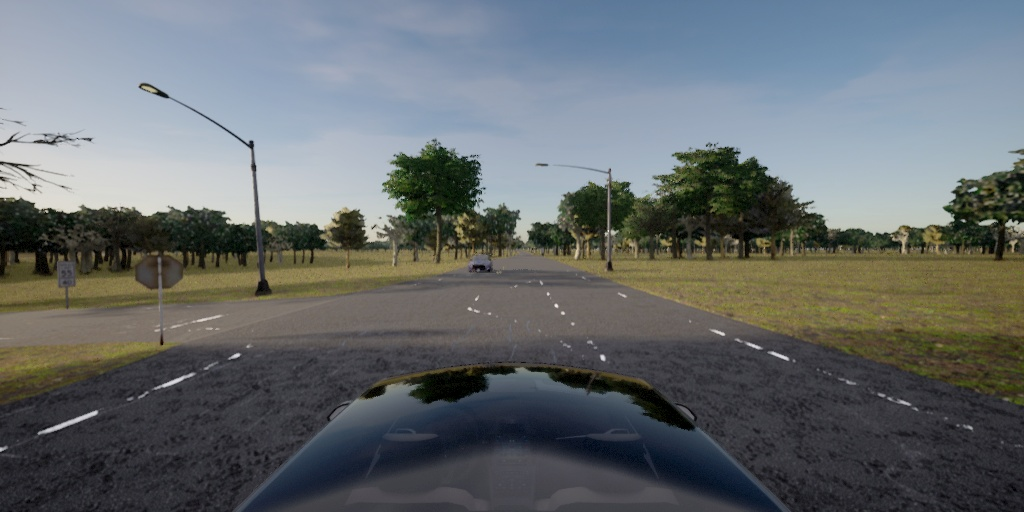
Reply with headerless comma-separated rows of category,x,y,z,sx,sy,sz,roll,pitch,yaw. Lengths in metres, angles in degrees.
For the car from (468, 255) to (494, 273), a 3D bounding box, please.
car,-2.982,0.668,34.803,2.097,1.767,4.553,0,1,2
